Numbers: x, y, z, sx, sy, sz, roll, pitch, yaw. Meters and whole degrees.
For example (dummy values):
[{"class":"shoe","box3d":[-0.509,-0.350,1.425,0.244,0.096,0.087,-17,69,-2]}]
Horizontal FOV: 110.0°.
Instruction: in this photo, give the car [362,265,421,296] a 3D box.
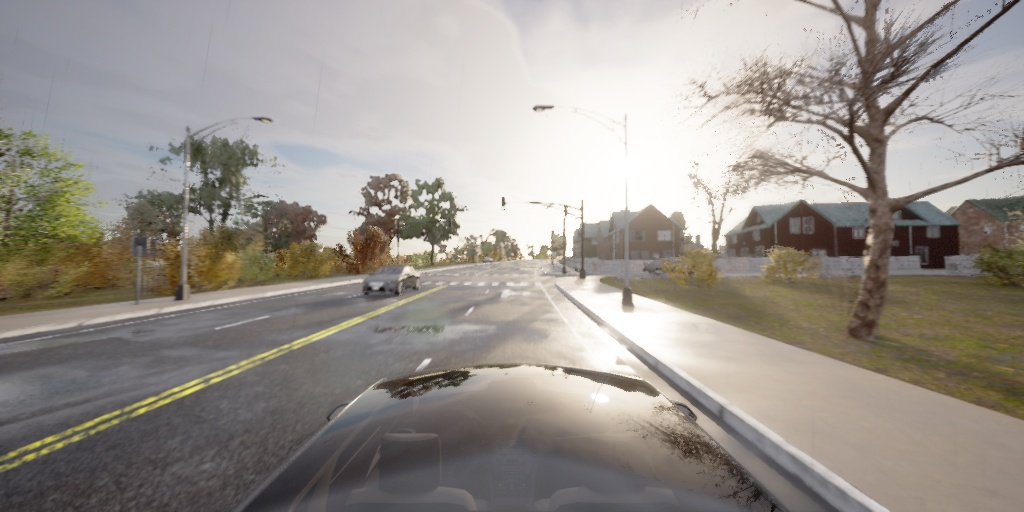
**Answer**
[{"class":"car","box3d":[-6.322,1.251,19.306,2.128,1.511,4.902,0,0,2]}]

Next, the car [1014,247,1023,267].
[{"class":"car","box3d":[40.118,0.227,25.770,5.566,2.045,2.150,-1,-2,9]}]

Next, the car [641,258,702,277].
[{"class":"car","box3d":[13.376,0.933,29.854,4.902,1.511,2.128,-1,-2,9]}]
